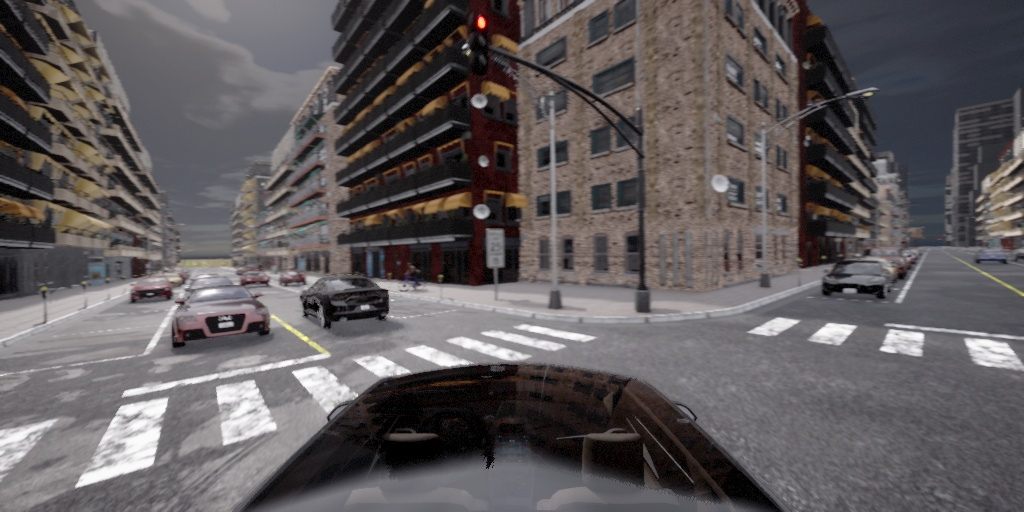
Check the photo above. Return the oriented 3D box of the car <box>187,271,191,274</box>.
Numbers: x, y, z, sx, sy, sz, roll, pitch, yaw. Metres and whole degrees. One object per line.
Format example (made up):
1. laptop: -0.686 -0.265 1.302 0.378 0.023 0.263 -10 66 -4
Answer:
1. car: -21.053 1.954 24.903 1.994 1.385 4.181 -2 0 -42

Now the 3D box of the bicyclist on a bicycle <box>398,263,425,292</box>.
1. bicyclist on a bicycle: -5.758 1.225 20.611 1.656 1.620 0.582 -2 0 -41

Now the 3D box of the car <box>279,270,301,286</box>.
1. car: -19.437 1.920 31.831 1.802 1.307 4.207 0 0 -41

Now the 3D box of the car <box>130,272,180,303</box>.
1. car: -21.969 1.964 22.031 1.888 1.381 4.507 0 0 -41

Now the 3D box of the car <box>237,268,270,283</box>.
1. car: -23.058 2.048 32.076 1.895 1.301 4.718 -2 0 -41

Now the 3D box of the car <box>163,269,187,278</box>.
1. car: -33.015 2.278 34.714 1.751 1.417 4.829 0 0 -41

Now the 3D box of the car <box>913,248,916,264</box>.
1. car: 31.278 0.257 29.317 4.097 1.591 1.967 0 0 -41

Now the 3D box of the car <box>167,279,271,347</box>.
1. car: -8.448 1.573 10.420 1.994 1.385 4.181 -2 0 -42

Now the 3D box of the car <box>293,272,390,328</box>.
1. car: -5.926 1.409 12.434 1.882 1.535 5.008 -2 0 -40

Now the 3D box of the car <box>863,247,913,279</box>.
1. car: 22.647 0.366 21.926 5.009 1.841 2.192 0 0 -41

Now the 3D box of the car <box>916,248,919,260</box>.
1. car: 39.908 0.024 36.708 4.097 1.591 1.967 0 0 -41

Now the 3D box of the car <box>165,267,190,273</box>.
1. car: -36.846 2.178 39.114 2.192 1.841 5.009 0 0 -41

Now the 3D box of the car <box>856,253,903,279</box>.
1. car: 18.203 0.694 18.120 4.829 1.417 1.751 0 0 -41

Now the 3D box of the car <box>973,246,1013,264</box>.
1. car: 47.061 0.030 35.343 5.357 1.411 2.033 -2 1 -41

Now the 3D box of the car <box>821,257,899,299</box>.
1. car: 14.017 0.853 14.535 4.313 1.339 1.948 0 0 -41

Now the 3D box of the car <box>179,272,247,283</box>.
1. car: -14.594 1.743 17.484 2.033 1.411 5.357 -2 0 -41
